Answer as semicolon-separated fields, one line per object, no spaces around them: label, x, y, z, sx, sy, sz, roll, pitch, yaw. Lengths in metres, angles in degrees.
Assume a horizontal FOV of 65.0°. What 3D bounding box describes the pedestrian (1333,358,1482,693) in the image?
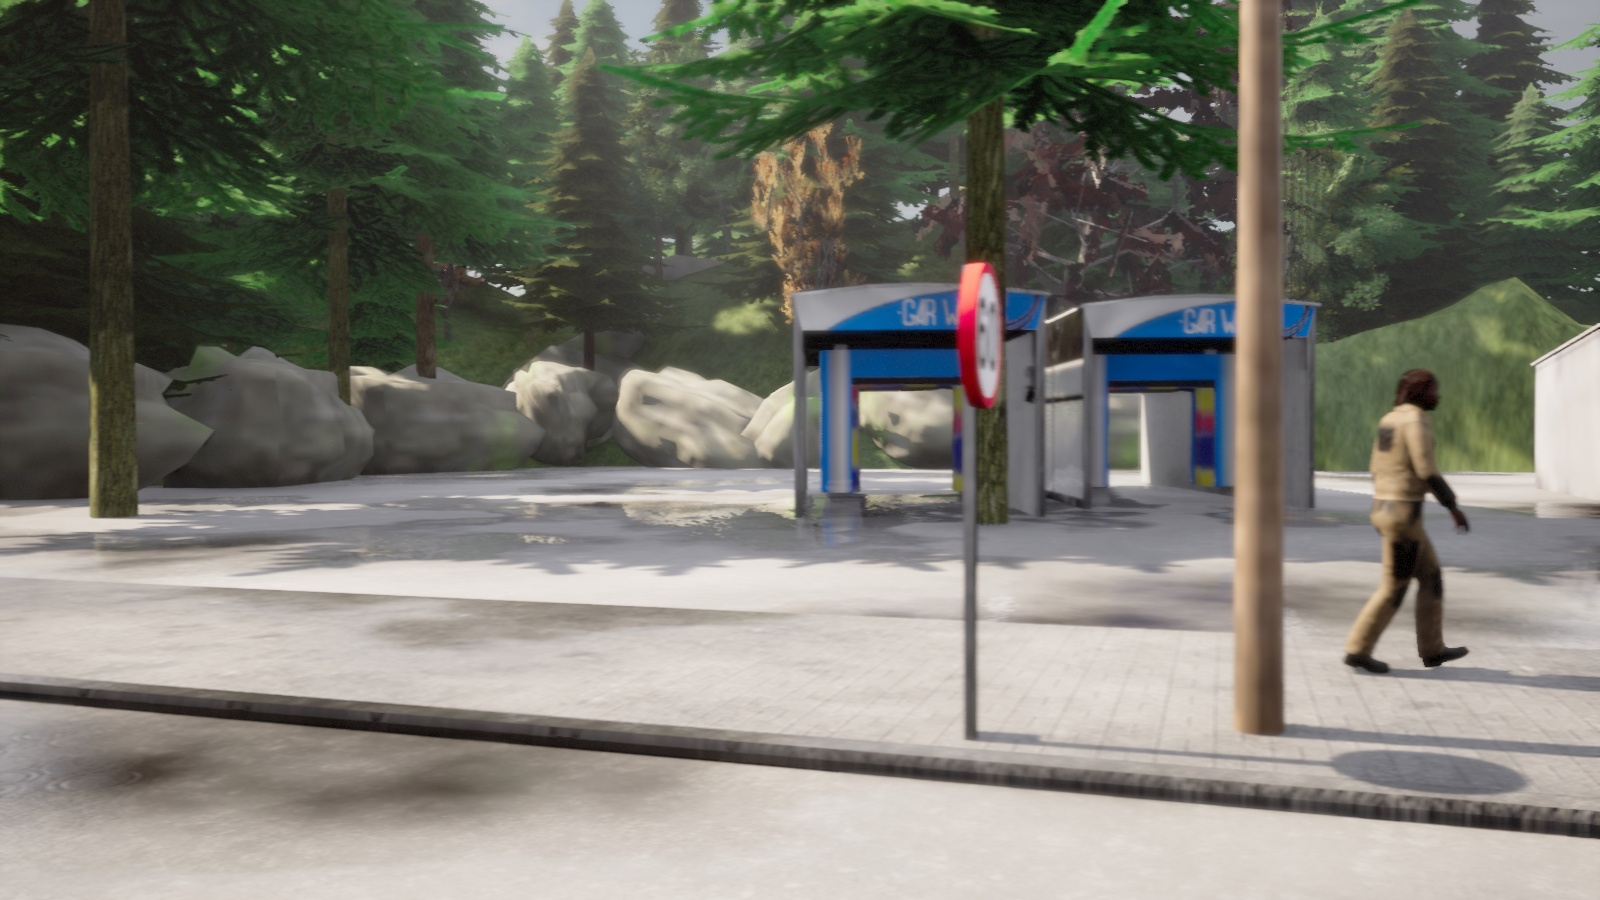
pedestrian;3.596;0.430;7.466;0.692;1.930;0.396;0;1;8
